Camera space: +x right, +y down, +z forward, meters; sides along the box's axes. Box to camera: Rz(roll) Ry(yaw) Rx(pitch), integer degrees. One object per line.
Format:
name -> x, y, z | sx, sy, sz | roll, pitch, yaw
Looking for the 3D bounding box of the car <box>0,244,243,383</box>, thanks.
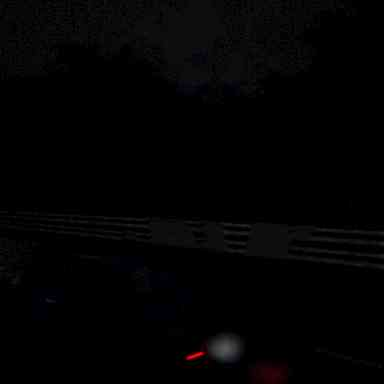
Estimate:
car -> -1.501, 1.555, 5.064 | 4.674, 1.442, 1.812 | 0, 0, 35
